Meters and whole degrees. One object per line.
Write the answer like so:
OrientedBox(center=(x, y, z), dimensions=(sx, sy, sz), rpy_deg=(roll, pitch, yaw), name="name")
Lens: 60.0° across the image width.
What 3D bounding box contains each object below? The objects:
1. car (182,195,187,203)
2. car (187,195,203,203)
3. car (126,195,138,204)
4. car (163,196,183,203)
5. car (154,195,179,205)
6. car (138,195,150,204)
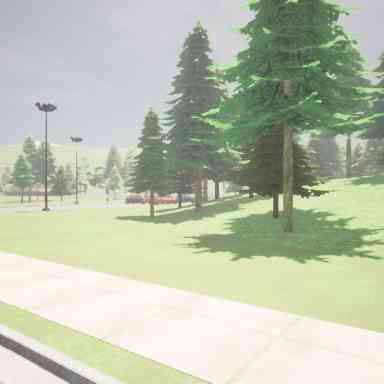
OrientedBox(center=(-1.579, 1.352, 69.418), dimensions=(2.097, 1.767, 4.553), rpy_deg=(0, 0, 36), name="car")
OrientedBox(center=(1.508, 1.564, 67.708), dimensions=(1.994, 1.385, 4.181), rpy_deg=(0, 0, 36), name="car")
OrientedBox(center=(-10.347, 1.352, 63.211), dimensions=(2.097, 1.767, 4.553), rpy_deg=(0, 0, 37), name="car")
OrientedBox(center=(-4.092, 1.554, 71.889), dimensions=(1.994, 1.385, 4.181), rpy_deg=(0, 0, 36), name="car")
OrientedBox(center=(-4.528, 1.352, 59.385), dimensions=(2.097, 1.767, 4.553), rpy_deg=(0, 0, 37), name="car")
OrientedBox(center=(-7.229, 1.352, 61.621), dimensions=(2.097, 1.767, 4.553), rpy_deg=(0, 0, 37), name="car")
